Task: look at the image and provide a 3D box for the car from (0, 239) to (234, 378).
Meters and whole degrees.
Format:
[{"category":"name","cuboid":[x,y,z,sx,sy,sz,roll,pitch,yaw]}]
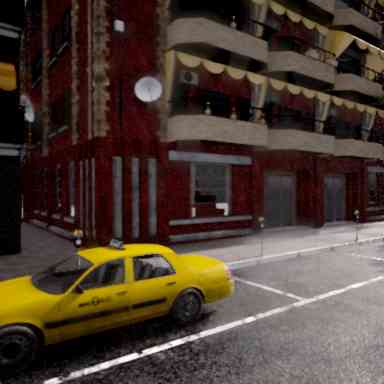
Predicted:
[{"category":"car","cuboid":[-1.486,1.519,5.499,4.829,1.417,1.752,0,0,-35]}]
